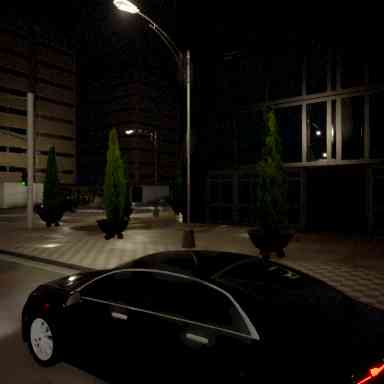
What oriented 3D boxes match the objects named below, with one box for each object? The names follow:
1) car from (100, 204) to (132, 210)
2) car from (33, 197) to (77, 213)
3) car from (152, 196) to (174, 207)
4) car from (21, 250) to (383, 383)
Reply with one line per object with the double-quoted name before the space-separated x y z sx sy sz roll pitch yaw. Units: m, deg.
"car" -9.910 1.581 43.788 1.812 1.442 4.674 0 0 35
"car" -15.032 1.408 36.538 2.097 1.767 4.553 0 0 35
"car" -4.144 1.407 51.964 2.097 1.767 4.553 0 0 35
"car" -0.215 1.505 4.143 4.892 1.490 1.837 0 0 36
